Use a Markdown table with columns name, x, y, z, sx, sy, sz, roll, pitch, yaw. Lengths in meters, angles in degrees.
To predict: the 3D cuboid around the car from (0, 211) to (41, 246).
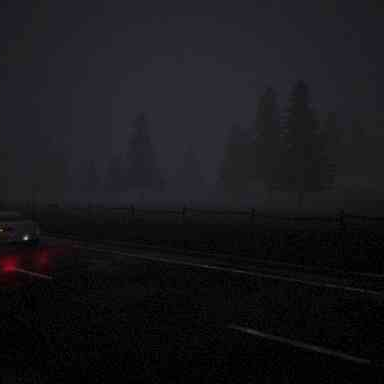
| name | x | y | z | sx | sy | sz | roll | pitch | yaw |
| --- | --- | --- | --- | --- | --- | --- | --- | --- | --- |
| car | -8.217 | 1.530 | 14.030 | 4.674 | 1.442 | 1.812 | 0 | 0 | 36 |
